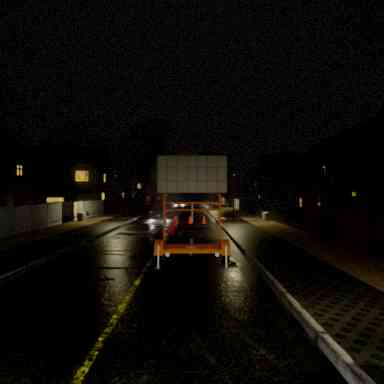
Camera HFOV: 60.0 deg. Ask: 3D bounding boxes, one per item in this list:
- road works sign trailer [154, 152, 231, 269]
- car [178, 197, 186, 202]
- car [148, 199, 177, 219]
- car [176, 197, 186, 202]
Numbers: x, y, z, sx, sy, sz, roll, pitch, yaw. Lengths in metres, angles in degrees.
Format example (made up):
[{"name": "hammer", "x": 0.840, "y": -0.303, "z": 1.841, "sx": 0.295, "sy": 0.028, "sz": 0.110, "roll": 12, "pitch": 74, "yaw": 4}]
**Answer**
[{"name": "road works sign trailer", "x": 0.012, "y": 0.473, "z": 11.114, "sx": 2.380, "sy": 3.560, "sz": 2.880, "roll": 0, "pitch": 0, "yaw": 0}, {"name": "car", "x": -2.658, "y": 2.118, "z": 90.735, "sx": 1.994, "sy": 1.385, "sz": 4.181, "roll": 0, "pitch": -1, "yaw": 0}, {"name": "car", "x": -2.818, "y": 1.622, "z": 30.618, "sx": 2.033, "sy": 1.411, "sz": 5.357, "roll": 0, "pitch": 0, "yaw": 0}, {"name": "car", "x": -2.679, "y": 1.934, "z": 70.329, "sx": 1.895, "sy": 1.301, "sz": 4.718, "roll": 0, "pitch": 0, "yaw": 0}]
